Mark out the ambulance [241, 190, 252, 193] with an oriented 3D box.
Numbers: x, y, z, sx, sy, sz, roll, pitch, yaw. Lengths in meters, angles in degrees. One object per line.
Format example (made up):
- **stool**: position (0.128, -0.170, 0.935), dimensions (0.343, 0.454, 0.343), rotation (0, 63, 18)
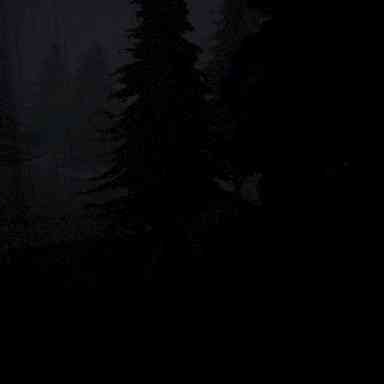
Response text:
- **ambulance**: position (5.706, 0.907, 41.397), dimensions (2.351, 2.431, 6.366), rotation (0, 0, 22)
